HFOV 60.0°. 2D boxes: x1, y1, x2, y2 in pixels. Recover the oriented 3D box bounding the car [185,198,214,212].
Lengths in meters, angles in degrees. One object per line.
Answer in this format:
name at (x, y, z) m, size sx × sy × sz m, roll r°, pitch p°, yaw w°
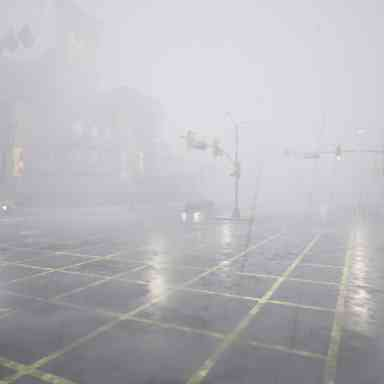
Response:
car at (0.951, 1.472, 39.608) m, size 1.882 × 1.535 × 5.008 m, roll 0°, pitch 0°, yaw 28°
